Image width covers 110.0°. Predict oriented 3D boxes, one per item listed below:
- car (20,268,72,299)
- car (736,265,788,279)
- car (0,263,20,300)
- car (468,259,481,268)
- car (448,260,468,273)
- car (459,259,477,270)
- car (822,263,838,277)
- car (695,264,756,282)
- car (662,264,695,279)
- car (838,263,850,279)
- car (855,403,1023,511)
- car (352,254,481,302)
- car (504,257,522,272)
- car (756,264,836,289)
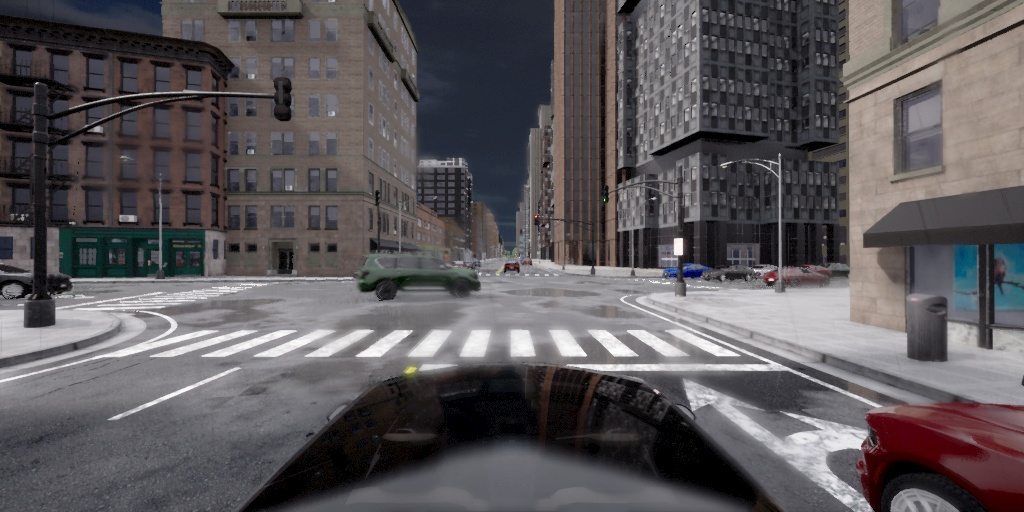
[{"bbox_3d":[-21.646,0.970,14.670,5.008,1.535,1.882,1,0,-17],"label":"car"},{"bbox_3d":[26.014,1.639,37.360,4.674,1.442,1.812,1,0,-15],"label":"car"},{"bbox_3d":[-20.487,0.971,11.624,4.902,1.511,2.128,1,0,-17],"label":"car"},{"bbox_3d":[-6.664,1.326,64.650,1.994,1.385,4.181,0,0,0],"label":"car"},{"bbox_3d":[-6.666,1.284,44.727,1.812,1.442,4.674,0,0,0],"label":"car"},{"bbox_3d":[-6.676,1.252,54.688,2.128,1.511,4.902,0,0,0],"label":"car"},{"bbox_3d":[28.334,1.593,34.618,5.008,1.535,1.882,1,0,-15],"label":"car"},{"bbox_3d":[19.283,1.514,32.048,4.892,1.490,1.837,1,0,-17],"label":"car"},{"bbox_3d":[17.031,1.487,34.791,5.008,1.535,1.882,1,0,-16],"label":"car"},{"bbox_3d":[35.023,1.570,39.641,4.553,1.767,2.097,1,0,-13],"label":"car"},{"bbox_3d":[3.352,1.228,0.423,1.882,1.535,5.008,0,0,0],"label":"car"},{"bbox_3d":[-4.297,0.958,16.884,5.566,2.045,2.150,1,0,-19],"label":"car"},{"bbox_3d":[-0.008,1.236,46.193,1.882,1.535,5.008,0,0,0],"label":"car"},{"bbox_3d":[19.967,1.489,25.260,4.674,1.442,1.812,1,0,-17],"label":"car"}]
